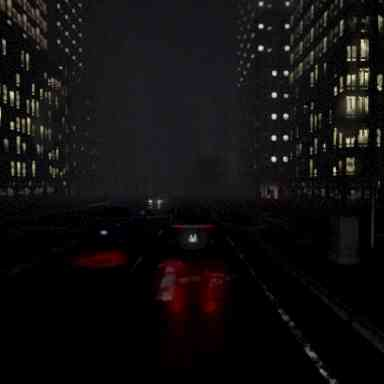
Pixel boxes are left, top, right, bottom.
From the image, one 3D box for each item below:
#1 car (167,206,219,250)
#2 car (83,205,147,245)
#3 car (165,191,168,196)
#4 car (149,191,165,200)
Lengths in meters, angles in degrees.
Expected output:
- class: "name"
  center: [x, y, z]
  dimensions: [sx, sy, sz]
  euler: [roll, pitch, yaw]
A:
- class: "car"
  center: [0.049, 1.321, 13.327]
  dimensions: [2.128, 1.511, 4.902]
  euler: [0, 1, 0]
- class: "car"
  center: [-3.189, 1.305, 14.583]
  dimensions: [1.882, 1.535, 5.008]
  euler: [0, 0, 1]
- class: "car"
  center: [-6.506, 0.525, 75.845]
  dimensions: [1.837, 1.490, 4.892]
  euler: [0, 1, 0]
- class: "car"
  center: [-6.550, 0.740, 60.206]
  dimensions: [1.837, 1.490, 4.892]
  euler: [0, 1, 1]
